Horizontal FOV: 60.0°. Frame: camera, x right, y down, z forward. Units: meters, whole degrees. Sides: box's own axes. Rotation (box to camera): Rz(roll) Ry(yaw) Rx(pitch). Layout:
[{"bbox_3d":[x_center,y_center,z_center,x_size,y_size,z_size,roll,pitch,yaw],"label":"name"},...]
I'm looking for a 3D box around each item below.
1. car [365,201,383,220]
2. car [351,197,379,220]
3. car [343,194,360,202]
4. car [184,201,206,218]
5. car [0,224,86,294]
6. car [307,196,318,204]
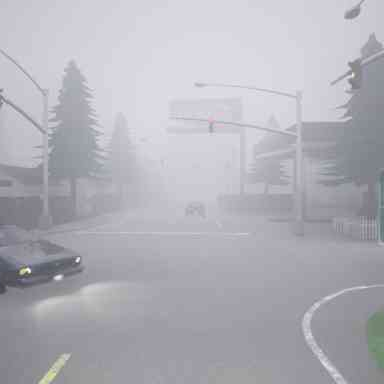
[{"bbox_3d":[18.813,1.672,30.537,4.611,1.667,2.242,0,0,0],"label":"car"},{"bbox_3d":[14.464,1.505,24.884,3.866,1.878,1.905,0,0,0],"label":"car"},{"bbox_3d":[35.185,1.489,71.662,2.007,1.523,4.514,0,0,0],"label":"car"},{"bbox_3d":[0.296,1.597,31.772,1.837,1.490,4.892,1,0,0],"label":"car"},{"bbox_3d":[-5.425,1.604,9.058,5.357,1.411,2.033,0,0,29],"label":"car"},{"bbox_3d":[22.751,1.552,63.919,1.970,1.475,3.806,0,0,0],"label":"car"}]
